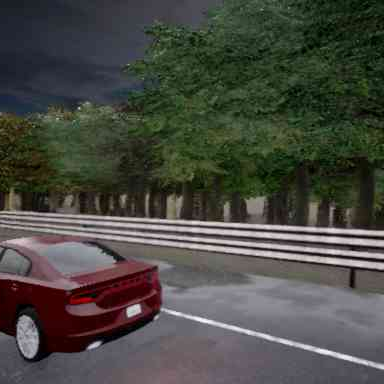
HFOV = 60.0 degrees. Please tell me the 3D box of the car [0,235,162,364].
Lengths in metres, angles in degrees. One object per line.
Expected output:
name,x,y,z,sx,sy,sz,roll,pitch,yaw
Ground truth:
car,-2.820,1.520,6.002,5.008,1.535,1.882,-1,-1,35
